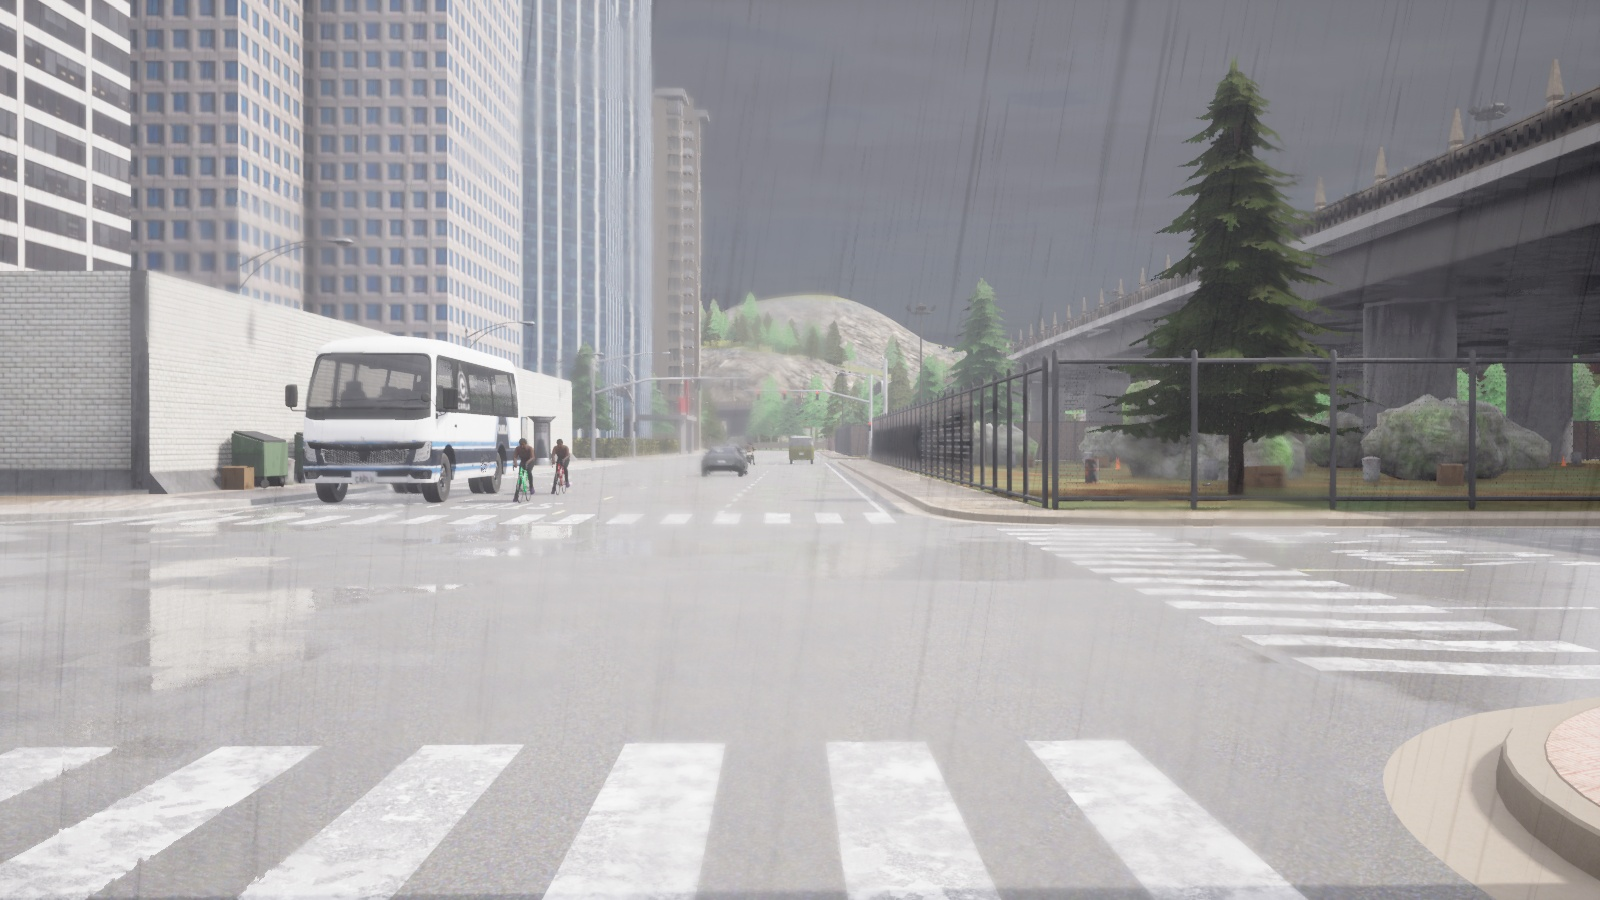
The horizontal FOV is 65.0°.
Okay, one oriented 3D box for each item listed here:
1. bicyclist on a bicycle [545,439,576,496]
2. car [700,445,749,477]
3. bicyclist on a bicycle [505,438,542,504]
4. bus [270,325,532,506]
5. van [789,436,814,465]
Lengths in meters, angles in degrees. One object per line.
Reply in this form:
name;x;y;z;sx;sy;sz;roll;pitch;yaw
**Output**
bicyclist on a bicycle;-6.947;0.488;36.483;0.582;1.620;1.656;0;1;0
car;-3.426;0.483;57.460;1.994;1.385;4.181;0;0;0
bicyclist on a bicycle;-6.952;0.515;31.641;0.582;1.620;1.656;0;1;0
bus;-10.448;-0.833;34.565;3.944;4.253;10.273;0;0;0
van;0.106;-0.003;89.002;1.775;1.987;4.442;0;0;0
